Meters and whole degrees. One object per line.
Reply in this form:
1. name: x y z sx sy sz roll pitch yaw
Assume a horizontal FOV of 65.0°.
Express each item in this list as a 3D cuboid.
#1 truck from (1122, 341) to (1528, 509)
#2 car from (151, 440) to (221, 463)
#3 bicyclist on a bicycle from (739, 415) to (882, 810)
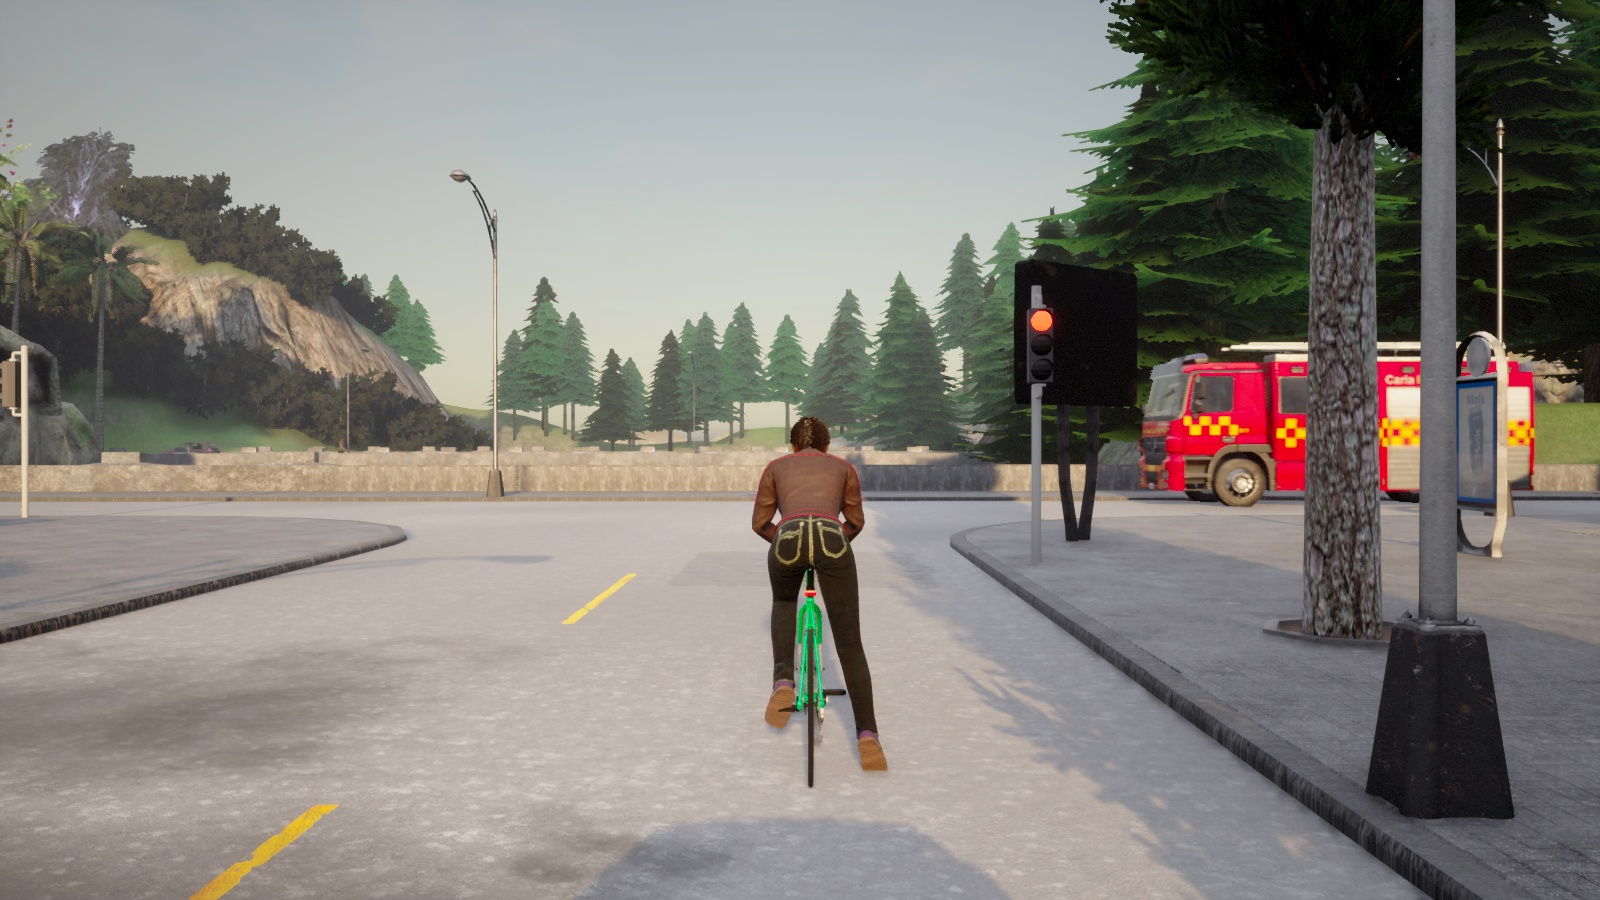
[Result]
1. truck: 12.307 -0.578 30.006 8.468 3.827 2.891 0 0 0
2. car: -42.936 0.114 87.836 3.988 1.617 1.851 0 0 0
3. bicyclist on a bicycle: 0.048 0.666 5.972 0.582 1.620 1.656 0 0 0
